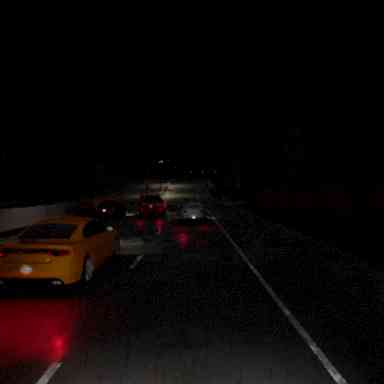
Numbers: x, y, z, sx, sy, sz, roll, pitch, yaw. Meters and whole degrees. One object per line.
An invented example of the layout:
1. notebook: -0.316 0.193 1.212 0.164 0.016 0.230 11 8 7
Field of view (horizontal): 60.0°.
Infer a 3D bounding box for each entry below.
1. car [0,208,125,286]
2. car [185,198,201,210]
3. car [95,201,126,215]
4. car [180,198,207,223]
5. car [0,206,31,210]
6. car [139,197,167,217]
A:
1. car: -3.397 1.430 9.304 1.882 1.535 5.008 0 0 0
2. car: 0.124 1.402 40.528 1.895 1.301 4.718 0 0 0
3. car: -6.884 1.423 28.086 1.994 1.385 4.181 0 0 0
4. car: 0.114 1.408 23.923 1.812 1.442 4.674 0 0 0
5. car: -13.991 1.346 26.028 1.882 1.535 5.008 0 0 0
6. car: -3.384 1.206 29.560 2.097 1.767 4.553 0 0 0
